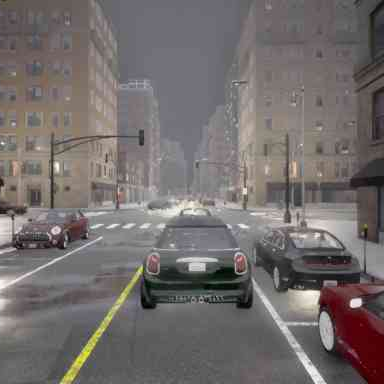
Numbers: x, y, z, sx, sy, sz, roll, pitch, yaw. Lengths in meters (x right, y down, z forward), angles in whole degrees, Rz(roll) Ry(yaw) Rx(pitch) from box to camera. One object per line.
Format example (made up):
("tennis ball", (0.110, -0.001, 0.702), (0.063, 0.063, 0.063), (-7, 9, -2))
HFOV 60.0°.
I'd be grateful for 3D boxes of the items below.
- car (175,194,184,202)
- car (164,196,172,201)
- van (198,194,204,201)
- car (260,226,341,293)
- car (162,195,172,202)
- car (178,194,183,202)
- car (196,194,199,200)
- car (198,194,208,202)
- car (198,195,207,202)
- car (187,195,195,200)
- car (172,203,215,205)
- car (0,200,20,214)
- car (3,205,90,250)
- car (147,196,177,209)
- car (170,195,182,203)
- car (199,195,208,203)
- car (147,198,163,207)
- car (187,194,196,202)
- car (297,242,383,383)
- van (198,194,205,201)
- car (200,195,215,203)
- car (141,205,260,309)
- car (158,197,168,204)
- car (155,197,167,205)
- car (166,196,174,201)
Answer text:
("car", (-3.202, 1.471, 83.201), (2.097, 1.767, 4.553), (0, 0, 0))
("car", (-6.073, 1.721, 85.565), (1.802, 1.307, 4.206), (0, 0, 0))
("van", (2.415, 1.504, 91.122), (1.690, 1.788, 3.998), (0, 0, 0))
("car", (2.698, 1.553, 8.645), (2.008, 1.369, 4.403), (0, 0, 0))
("car", (-6.035, 1.559, 80.058), (1.967, 1.590, 4.097), (0, 0, 0))
("car", (-3.114, 1.588, 68.535), (1.837, 1.490, 4.892), (0, 0, 0))
("car", (2.566, 1.399, 69.094), (2.192, 1.841, 5.009), (0, 0, 0))
("car", (2.602, 1.595, 63.756), (1.752, 1.417, 4.829), (0, 0, 0))
("car", (2.491, 1.559, 80.107), (1.967, 1.590, 4.097), (0, 0, 0))
("car", (-0.249, 1.543, 90.051), (1.994, 1.385, 4.181), (0, 0, 0))
("car", (0.139, 1.497, 15.345), (2.128, 1.511, 4.902), (0, 0, 0))
("car", (-17.594, 1.403, 30.197), (5.008, 1.535, 1.882), (0, 0, -2))
("car", (-5.813, 1.445, 14.156), (1.967, 1.590, 4.097), (0, 0, 0))
("car", (-3.896, 1.576, 41.933), (2.033, 1.411, 5.357), (0, 0, 13))
("car", (-3.097, 1.649, 54.519), (1.895, 1.301, 4.718), (0, 0, 0))
("car", (2.528, 1.541, 74.601), (1.967, 1.590, 4.097), (0, 0, 0))
("car", (-5.847, 1.595, 52.517), (2.008, 1.369, 4.403), (0, 0, 0))
("car", (-0.181, 1.707, 80.076), (1.895, 1.301, 4.718), (0, 0, 0))
("car", (2.684, 1.545, 3.154), (1.887, 1.381, 4.507), (0, 0, 0))
("van", (2.453, 1.481, 85.615), (1.690, 1.788, 3.998), (0, 0, 0))
("car", (2.679, 1.590, 52.572), (1.887, 1.381, 4.507), (0, 0, 0))
("car", (0.069, 1.355, 8.043), (2.097, 1.767, 4.553), (0, 0, -1))
("car", (-5.960, 1.665, 69.041), (1.802, 1.307, 4.206), (0, 0, 0))
("car", (-5.922, 1.613, 63.533), (1.887, 1.381, 4.507), (0, 0, 0))
("car", (-6.111, 1.728, 91.073), (1.947, 1.339, 4.313), (0, 0, 0))
